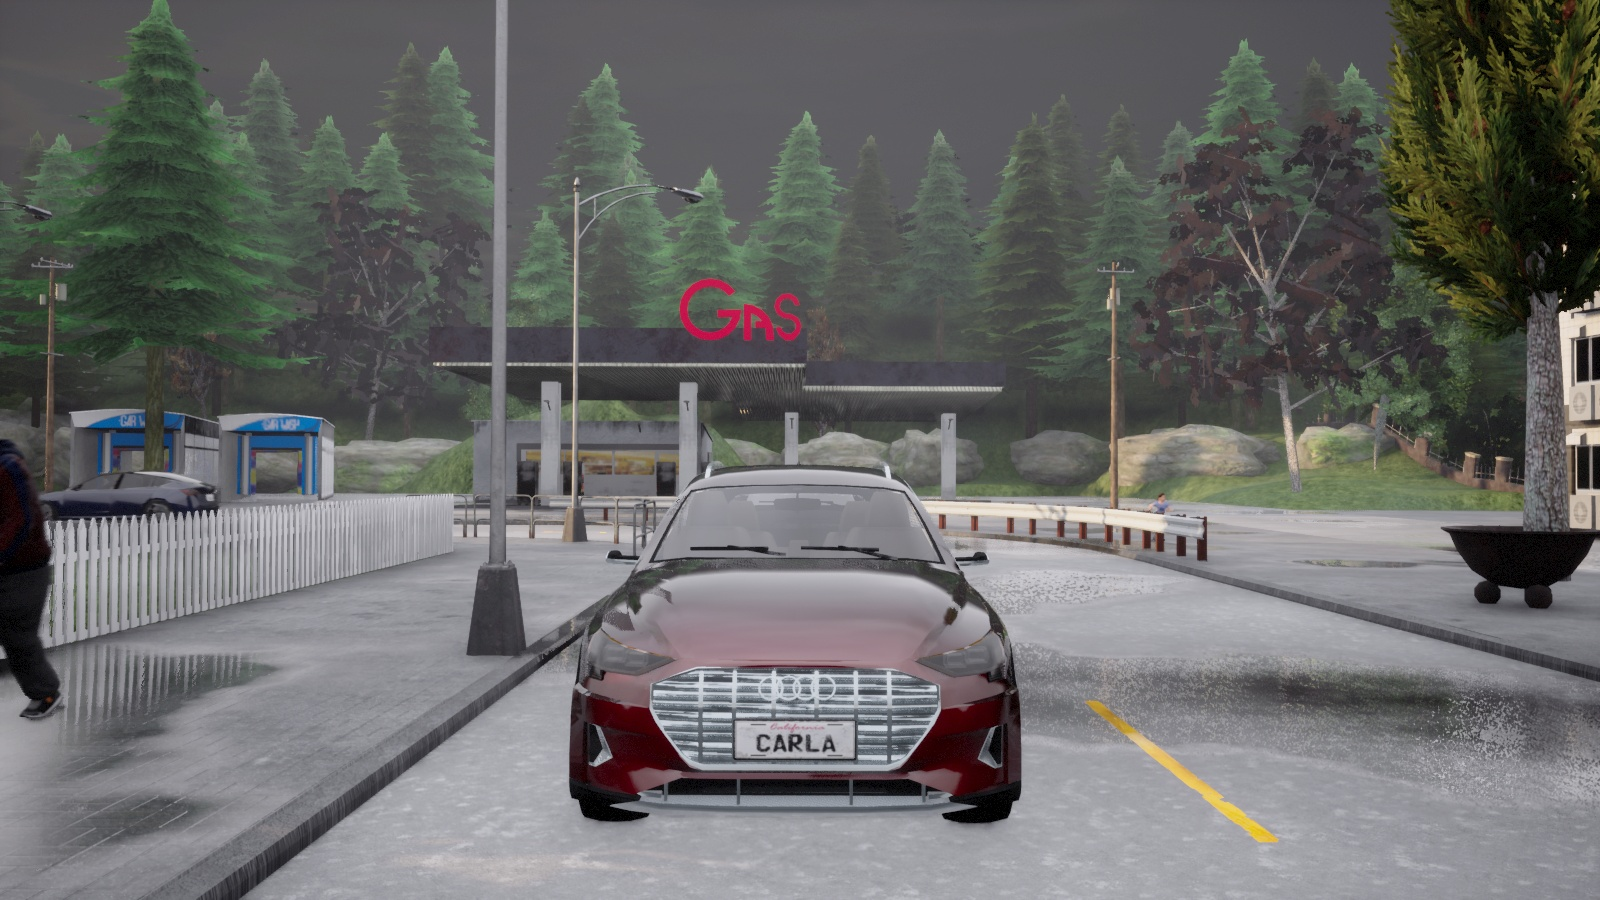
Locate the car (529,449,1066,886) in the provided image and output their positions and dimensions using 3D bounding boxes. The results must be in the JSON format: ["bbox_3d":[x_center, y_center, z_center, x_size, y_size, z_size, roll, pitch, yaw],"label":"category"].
[{"bbox_3d":[-0.007,0.865,7.197,2.033,1.649,4.856,0,-1,0],"label":"car"}]

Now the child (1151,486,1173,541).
[{"bbox_3d":[7.474,1.309,25.946,0.255,1.110,0.394,0,-1,-16],"label":"child"}]

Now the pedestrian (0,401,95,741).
[{"bbox_3d":[-4.590,0.661,7.053,0.634,1.844,0.899,-1,-1,18],"label":"pedestrian"}]

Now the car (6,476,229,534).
[{"bbox_3d":[-18.192,1.451,33.634,4.792,1.488,2.163,0,-1,0],"label":"car"}]
